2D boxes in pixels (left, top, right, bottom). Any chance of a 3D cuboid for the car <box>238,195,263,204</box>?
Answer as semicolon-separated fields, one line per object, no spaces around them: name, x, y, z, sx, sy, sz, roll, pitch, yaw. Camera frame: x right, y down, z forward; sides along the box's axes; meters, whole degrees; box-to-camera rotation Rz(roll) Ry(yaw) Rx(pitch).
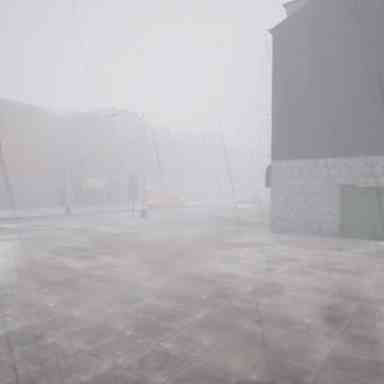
car;8.933;1.142;50.394;2.033;1.411;5.357;1;1;35

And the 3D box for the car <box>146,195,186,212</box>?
car;-2.611;1.128;34.306;1.882;1.535;5.008;1;1;35
